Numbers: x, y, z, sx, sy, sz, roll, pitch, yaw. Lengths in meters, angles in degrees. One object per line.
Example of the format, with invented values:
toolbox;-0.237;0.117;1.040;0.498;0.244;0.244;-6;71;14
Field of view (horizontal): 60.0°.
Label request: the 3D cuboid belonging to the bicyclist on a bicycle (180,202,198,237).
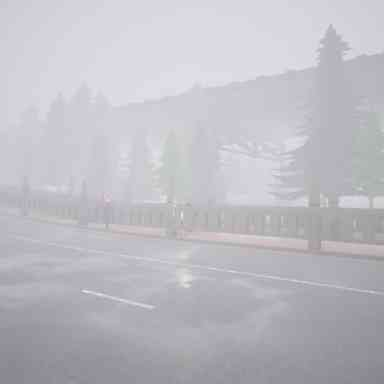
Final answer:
bicyclist on a bicycle;-0.100;1.332;16.115;0.582;1.620;1.656;1;-2;33
